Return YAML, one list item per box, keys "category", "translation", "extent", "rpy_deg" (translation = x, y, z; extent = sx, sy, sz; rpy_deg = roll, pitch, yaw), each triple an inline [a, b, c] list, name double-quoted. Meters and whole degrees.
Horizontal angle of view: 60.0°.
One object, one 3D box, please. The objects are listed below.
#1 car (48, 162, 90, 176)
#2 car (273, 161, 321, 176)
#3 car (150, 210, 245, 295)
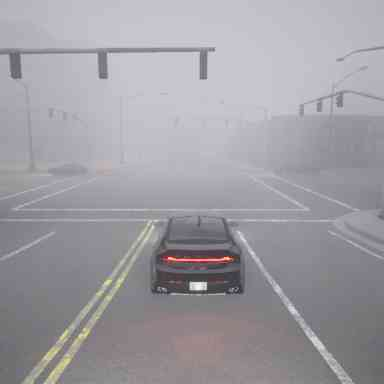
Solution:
- category: "car"
  translation: [-13.226, -2.469, 35.793]
  extent: [4.181, 1.385, 1.994]
  rpy_deg: [0, 8, 0]
- category: "car"
  translation: [11.188, -2.515, 35.635]
  extent: [4.892, 1.490, 1.837]
  rpy_deg: [0, 8, 0]
- category: "car"
  translation: [0.113, 1.198, 8.097]
  extent: [1.837, 1.490, 4.892]
  rpy_deg: [0, 4, 0]
